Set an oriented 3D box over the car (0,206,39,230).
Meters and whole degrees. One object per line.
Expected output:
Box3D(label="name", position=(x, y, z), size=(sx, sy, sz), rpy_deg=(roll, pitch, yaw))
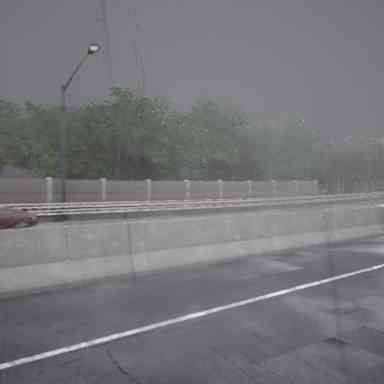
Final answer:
Box3D(label="car", position=(-10.777, 1.518, 17.798), size=(4.674, 1.442, 1.812), rpy_deg=(0, 0, -35))
